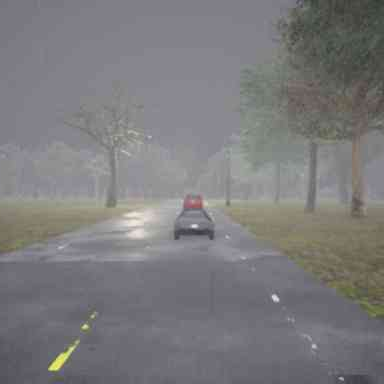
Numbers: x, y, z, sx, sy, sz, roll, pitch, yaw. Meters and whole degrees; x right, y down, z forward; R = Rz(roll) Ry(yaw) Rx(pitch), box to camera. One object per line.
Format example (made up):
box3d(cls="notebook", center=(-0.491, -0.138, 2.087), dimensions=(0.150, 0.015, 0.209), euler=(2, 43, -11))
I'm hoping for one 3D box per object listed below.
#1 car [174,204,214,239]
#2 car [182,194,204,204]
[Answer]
box3d(cls="car", center=(0.104, 1.547, 17.348), dimensions=(1.994, 1.385, 4.181), euler=(0, 0, 0))
box3d(cls="car", center=(0.110, 1.216, 37.229), dimensions=(2.150, 2.045, 5.566), euler=(0, 0, 0))
